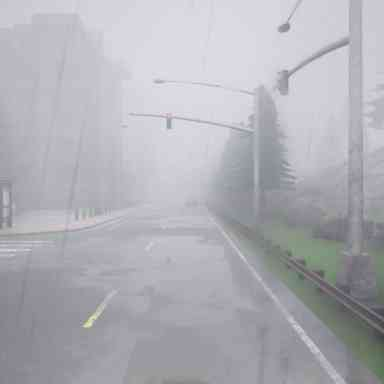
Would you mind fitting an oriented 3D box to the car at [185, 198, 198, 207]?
[{"bbox_3d":[-0.039,1.564,50.677,1.994,1.385,4.181,0,0,0],"label":"car"}]
